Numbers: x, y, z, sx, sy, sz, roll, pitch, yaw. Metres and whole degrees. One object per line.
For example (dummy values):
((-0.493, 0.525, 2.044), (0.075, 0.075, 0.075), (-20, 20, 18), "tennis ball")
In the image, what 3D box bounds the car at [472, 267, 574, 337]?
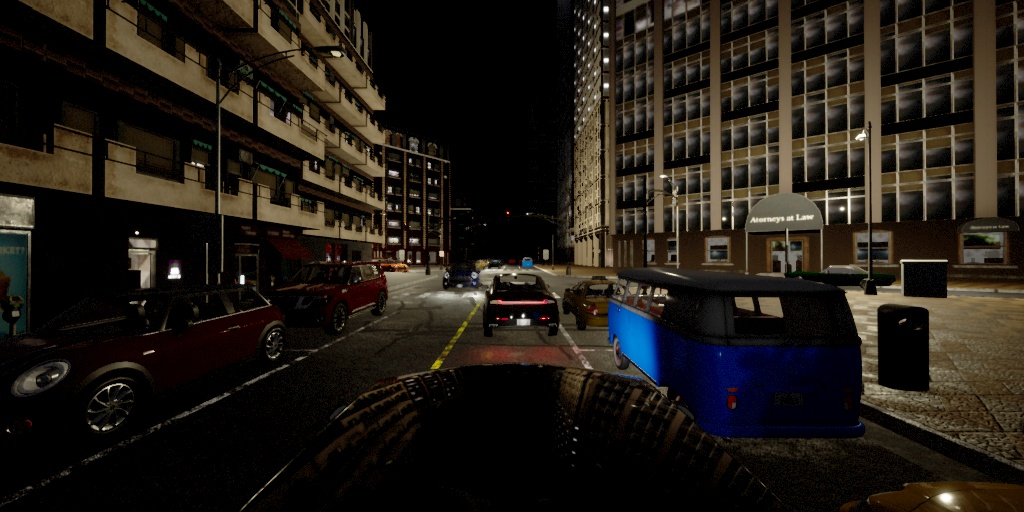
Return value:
((0.132, 1.244, 10.312), (2.128, 1.511, 4.902), (0, 0, -3), "car")

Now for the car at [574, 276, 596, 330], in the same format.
((2.564, 1.279, 10.877), (1.751, 1.417, 4.829), (0, 0, 0), "car")

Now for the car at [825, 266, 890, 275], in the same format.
((18.306, 1.194, 20.426), (4.718, 1.301, 1.895), (-1, -1, 40), "car")

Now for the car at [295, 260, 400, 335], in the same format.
((-5.316, 1.068, 10.700), (2.192, 1.841, 5.009), (0, 0, 0), "car")

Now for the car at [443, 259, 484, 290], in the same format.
((-3.046, 1.115, 22.618), (2.097, 1.767, 4.553), (0, 0, -2), "car")

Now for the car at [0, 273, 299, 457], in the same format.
((-5.315, 1.191, 5.164), (1.967, 1.591, 4.097), (0, 0, 0), "car")

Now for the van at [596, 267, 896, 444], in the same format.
((2.565, 1.092, 5.171), (1.690, 1.789, 3.998), (0, 0, 0), "van")

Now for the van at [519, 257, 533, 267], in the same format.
((2.558, 1.167, 59.700), (1.690, 1.789, 3.998), (0, 0, 0), "van")

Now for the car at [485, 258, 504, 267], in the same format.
((-2.825, 1.425, 58.789), (1.895, 1.301, 4.718), (0, 0, 2), "car")

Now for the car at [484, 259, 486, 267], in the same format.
((-5.322, 1.352, 59.529), (1.751, 1.417, 4.829), (0, 0, 0), "car")

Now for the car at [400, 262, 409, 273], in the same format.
((-14.962, 1.252, 45.054), (4.553, 1.767, 2.097), (-1, -1, 41), "car")
